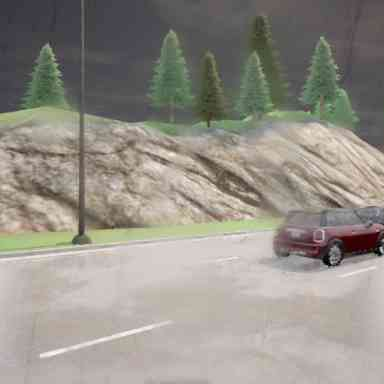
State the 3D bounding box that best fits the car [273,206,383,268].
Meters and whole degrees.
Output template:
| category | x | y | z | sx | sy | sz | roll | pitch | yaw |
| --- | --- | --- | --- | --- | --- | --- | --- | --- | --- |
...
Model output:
| category | x | y | z | sx | sy | sz | roll | pitch | yaw |
| --- | --- | --- | --- | --- | --- | --- | --- | --- | --- |
| car | 4.946 | 1.352 | 11.587 | 4.553 | 1.767 | 2.097 | 0 | 0 | -36 |
